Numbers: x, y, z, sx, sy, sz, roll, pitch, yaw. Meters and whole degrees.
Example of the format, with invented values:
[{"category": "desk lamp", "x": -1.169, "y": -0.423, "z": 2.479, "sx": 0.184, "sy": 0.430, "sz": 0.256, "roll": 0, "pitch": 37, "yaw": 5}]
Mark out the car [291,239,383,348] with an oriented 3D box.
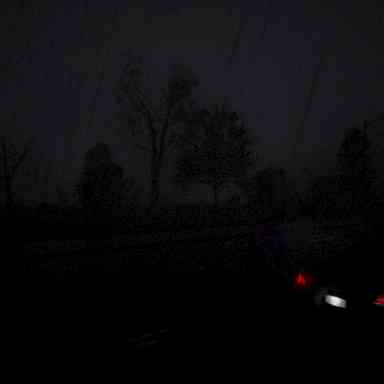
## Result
[{"category": "car", "x": 3.729, "y": 1.559, "z": 5.944, "sx": 4.181, "sy": 1.385, "sz": 1.994, "roll": 0, "pitch": 0, "yaw": -34}]
